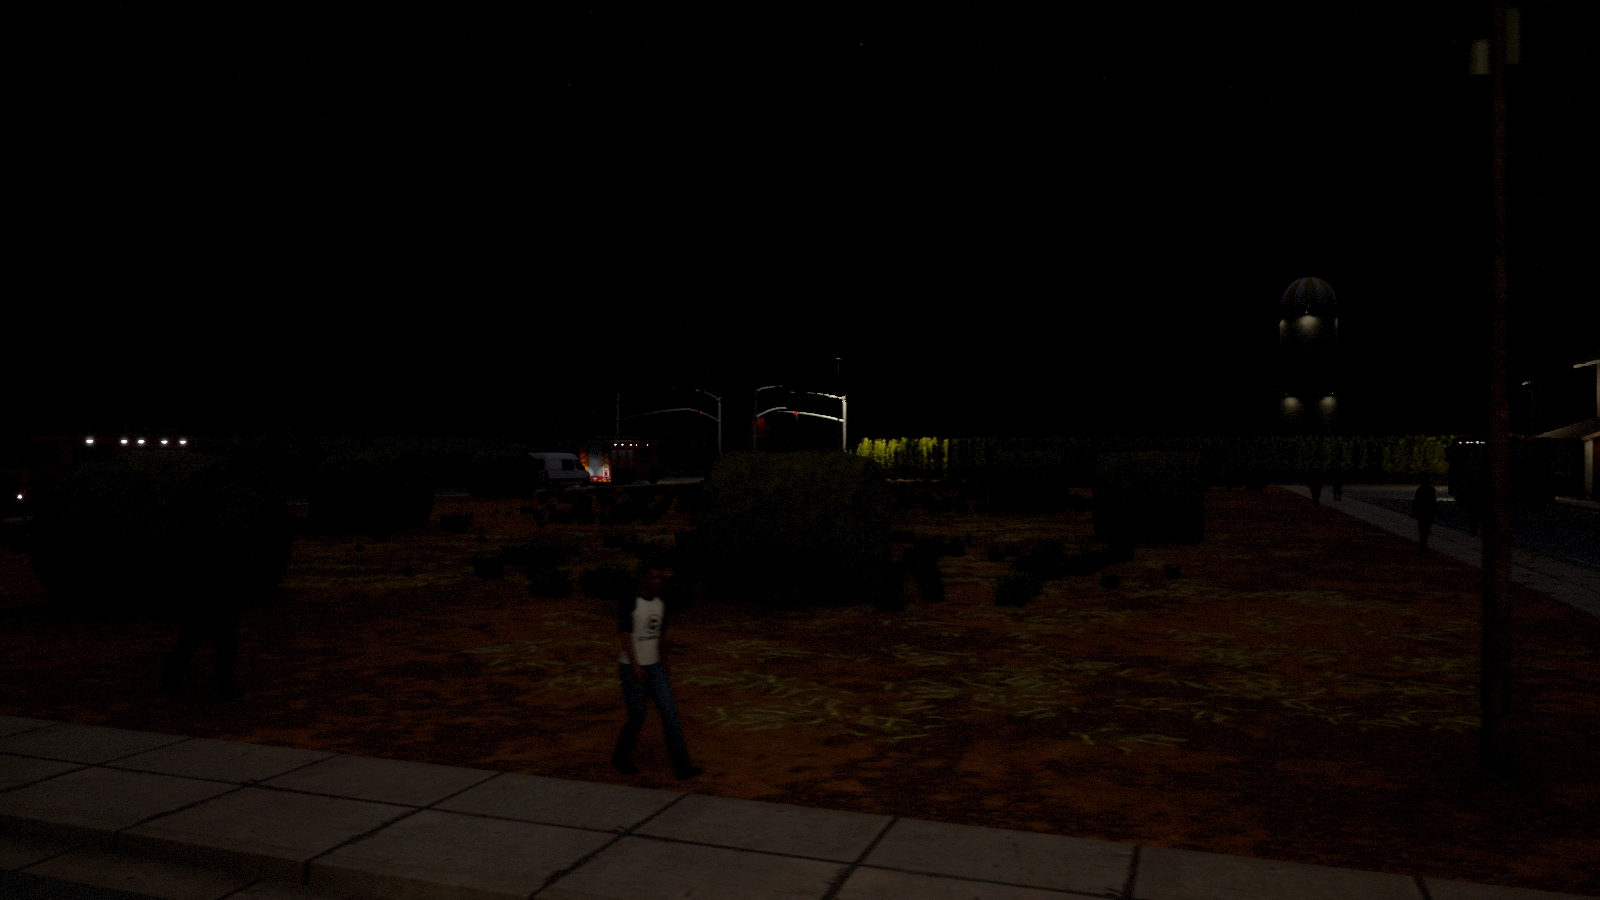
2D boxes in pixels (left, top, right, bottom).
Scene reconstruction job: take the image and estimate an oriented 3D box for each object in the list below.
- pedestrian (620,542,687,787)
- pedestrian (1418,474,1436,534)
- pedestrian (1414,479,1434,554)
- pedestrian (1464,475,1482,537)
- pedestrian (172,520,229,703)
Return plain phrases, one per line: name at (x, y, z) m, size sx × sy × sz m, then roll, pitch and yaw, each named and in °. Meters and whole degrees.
pedestrian at (-1.171, 1.688, 9.149) m, size 0.375 × 1.860 × 0.375 m, roll 0°, pitch 0°, yaw 42°
pedestrian at (19.433, 1.673, 35.419) m, size 0.375 × 1.860 × 0.375 m, roll 0°, pitch 0°, yaw 11°
pedestrian at (15.730, 1.673, 28.819) m, size 0.375 × 1.860 × 0.375 m, roll 0°, pitch 0°, yaw 17°
pedestrian at (20.185, 1.673, 34.282) m, size 0.375 × 1.860 × 0.375 m, roll 0°, pitch 0°, yaw 17°
pedestrian at (-6.294, 1.678, 11.996) m, size 0.375 × 1.860 × 0.375 m, roll 0°, pitch 0°, yaw 19°
